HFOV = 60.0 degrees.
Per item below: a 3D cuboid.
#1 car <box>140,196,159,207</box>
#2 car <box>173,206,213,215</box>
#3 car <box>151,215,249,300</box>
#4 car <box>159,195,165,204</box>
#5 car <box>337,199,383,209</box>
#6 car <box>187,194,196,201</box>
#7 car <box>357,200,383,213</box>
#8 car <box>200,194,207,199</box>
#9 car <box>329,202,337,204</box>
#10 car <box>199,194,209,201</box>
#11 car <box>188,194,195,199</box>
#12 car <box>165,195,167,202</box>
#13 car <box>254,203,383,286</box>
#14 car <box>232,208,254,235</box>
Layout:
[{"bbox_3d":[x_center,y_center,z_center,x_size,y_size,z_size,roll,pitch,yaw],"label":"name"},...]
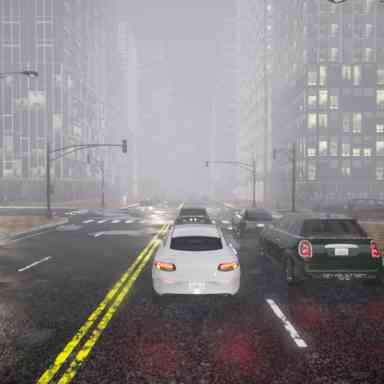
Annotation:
[{"bbox_3d":[-6.718,1.526,50.850,1.994,1.385,4.181,0,0,0],"label":"car"},{"bbox_3d":[0.057,1.495,17.507,1.837,1.490,4.892,0,0,0],"label":"car"},{"bbox_3d":[0.081,1.522,8.258,1.812,1.442,4.674,0,0,0],"label":"car"},{"bbox_3d":[-6.717,1.425,62.780,1.882,1.535,5.008,0,0,0],"label":"car"},{"bbox_3d":[16.127,1.518,29.674,5.009,1.841,2.192,1,0,1],"label":"car"},{"bbox_3d":[-0.202,1.414,80.423,1.837,1.490,4.892,0,0,0],"label":"car"},{"bbox_3d":[21.715,1.641,37.974,4.829,1.417,1.752,1,0,1],"label":"car"},{"bbox_3d":[3.022,1.262,90.848,1.812,1.442,4.674,0,0,0],"label":"car"},{"bbox_3d":[15.066,1.701,35.460,4.718,1.301,1.895,0,1,0],"label":"car"},{"bbox_3d":[3.049,1.392,80.430,1.882,1.535,5.008,0,0,0],"label":"car"},{"bbox_3d":[-0.228,1.216,90.840,1.882,1.535,5.008,0,0,0],"label":"car"},{"bbox_3d":[-6.691,1.408,75.671,1.882,1.535,5.008,0,0,0],"label":"car"},{"bbox_3d":[3.327,1.348,9.534,2.097,1.767,4.553,0,0,0],"label":"car"},{"bbox_3d":[3.304,1.554,17.921,1.994,1.385,4.181,0,0,0],"label":"car"}]
